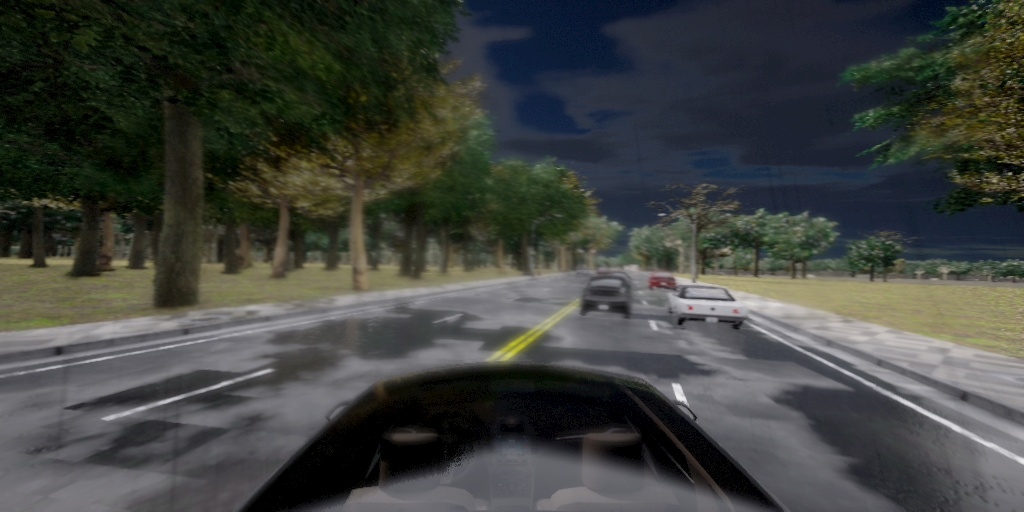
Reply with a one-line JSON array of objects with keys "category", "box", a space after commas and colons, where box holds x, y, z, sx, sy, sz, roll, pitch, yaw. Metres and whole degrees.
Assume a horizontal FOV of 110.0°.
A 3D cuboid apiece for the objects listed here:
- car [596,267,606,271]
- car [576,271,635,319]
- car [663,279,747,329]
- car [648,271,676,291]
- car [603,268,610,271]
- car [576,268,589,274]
[{"category": "car", "box": [14.922, 2.594, 58.633, 1.882, 1.535, 5.008, 1, -1, 19]}, {"category": "car", "box": [3.942, 1.561, 14.664, 1.837, 1.490, 4.892, 1, 0, 19]}, {"category": "car", "box": [6.820, 1.715, 13.038, 1.895, 1.301, 4.718, 1, -1, 19]}, {"category": "car", "box": [12.137, 1.992, 29.108, 1.882, 1.535, 5.008, 1, -1, 19]}, {"category": "car", "box": [8.690, 1.978, 29.059, 1.994, 1.385, 4.181, 1, -1, 19]}, {"category": "car", "box": [11.748, 2.635, 59.376, 1.895, 1.301, 4.718, 1, -1, 19]}]
